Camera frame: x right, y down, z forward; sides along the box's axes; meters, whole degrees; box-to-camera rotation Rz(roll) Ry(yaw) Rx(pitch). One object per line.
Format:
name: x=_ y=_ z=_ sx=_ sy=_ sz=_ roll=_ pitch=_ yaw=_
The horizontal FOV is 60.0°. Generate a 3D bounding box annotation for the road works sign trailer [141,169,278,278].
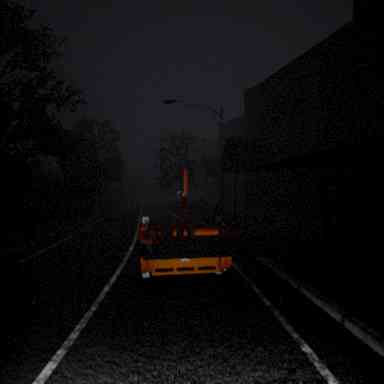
road works sign trailer: x=0.056 y=0.841 z=7.336 sx=2.380 sy=2.880 sz=3.560 roll=0 pitch=0 yaw=-10

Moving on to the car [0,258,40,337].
car: x=-3.763 y=1.596 z=4.486 sx=1.994 sy=1.385 sz=4.181 roll=0 pitch=0 yaw=-2
